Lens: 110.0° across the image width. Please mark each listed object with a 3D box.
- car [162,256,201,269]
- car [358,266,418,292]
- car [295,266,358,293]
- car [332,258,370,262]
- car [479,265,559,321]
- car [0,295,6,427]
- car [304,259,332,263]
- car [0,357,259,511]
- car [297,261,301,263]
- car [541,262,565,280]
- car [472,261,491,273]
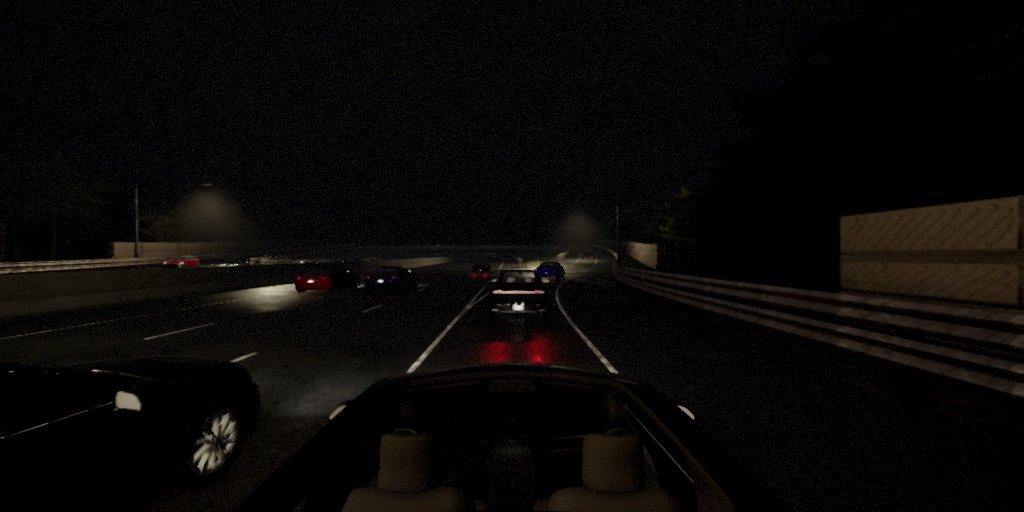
[{"bbox_3d":[-39.476,0.765,42.872,2.097,1.767,4.553,0,1,-19],"label":"car"},{"bbox_3d":[-6.894,1.279,20.813,1.994,1.385,4.181,0,0,0],"label":"car"},{"bbox_3d":[-10.393,1.280,20.509,1.994,1.385,4.181,0,0,0],"label":"car"},{"bbox_3d":[-21.149,1.157,47.428,2.128,1.511,4.902,0,0,0],"label":"car"},{"bbox_3d":[0.287,1.222,12.399,2.128,1.511,4.902,0,0,3],"label":"car"},{"bbox_3d":[-6.897,1.227,1.712,1.882,1.535,5.008,0,0,0],"label":"car"},{"bbox_3d":[-24.645,1.157,47.373,2.128,1.511,4.902,0,0,0],"label":"car"},{"bbox_3d":[-3.499,1.256,1.679,1.837,1.490,4.892,0,0,0],"label":"car"},{"bbox_3d":[-28.139,1.266,47.493,1.895,1.301,4.718,0,0,0],"label":"car"},{"bbox_3d":[3.418,1.222,31.045,1.882,1.535,5.008,1,0,16],"label":"car"},{"bbox_3d":[-3.543,1.278,42.615,1.895,1.301,4.718,0,0,0],"label":"car"}]
